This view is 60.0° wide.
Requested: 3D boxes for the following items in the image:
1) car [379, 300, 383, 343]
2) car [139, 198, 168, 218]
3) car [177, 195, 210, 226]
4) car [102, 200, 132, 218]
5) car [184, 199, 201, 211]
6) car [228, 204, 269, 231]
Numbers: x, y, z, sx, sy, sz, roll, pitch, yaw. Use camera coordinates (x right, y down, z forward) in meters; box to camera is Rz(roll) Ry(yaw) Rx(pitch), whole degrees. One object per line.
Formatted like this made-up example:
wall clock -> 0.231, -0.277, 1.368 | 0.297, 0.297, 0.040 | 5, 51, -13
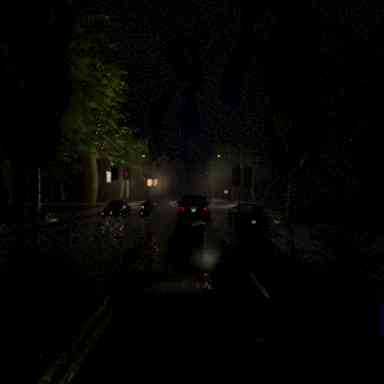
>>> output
car -> 3.351, 1.221, 1.685 | 2.150, 2.045, 5.566 | 0, 0, 0
car -> -3.344, 1.325, 29.526 | 2.097, 1.767, 4.553 | 0, 0, 0
car -> 0.102, 1.205, 23.287 | 2.150, 2.045, 5.566 | 0, 0, 0
car -> -6.594, 1.478, 29.494 | 1.837, 1.490, 4.892 | 0, 0, 0
car -> 0.105, 1.543, 40.689 | 1.994, 1.385, 4.181 | 0, 0, 0
car -> 3.353, 1.462, 20.521 | 1.882, 1.535, 5.008 | 0, 0, 0
